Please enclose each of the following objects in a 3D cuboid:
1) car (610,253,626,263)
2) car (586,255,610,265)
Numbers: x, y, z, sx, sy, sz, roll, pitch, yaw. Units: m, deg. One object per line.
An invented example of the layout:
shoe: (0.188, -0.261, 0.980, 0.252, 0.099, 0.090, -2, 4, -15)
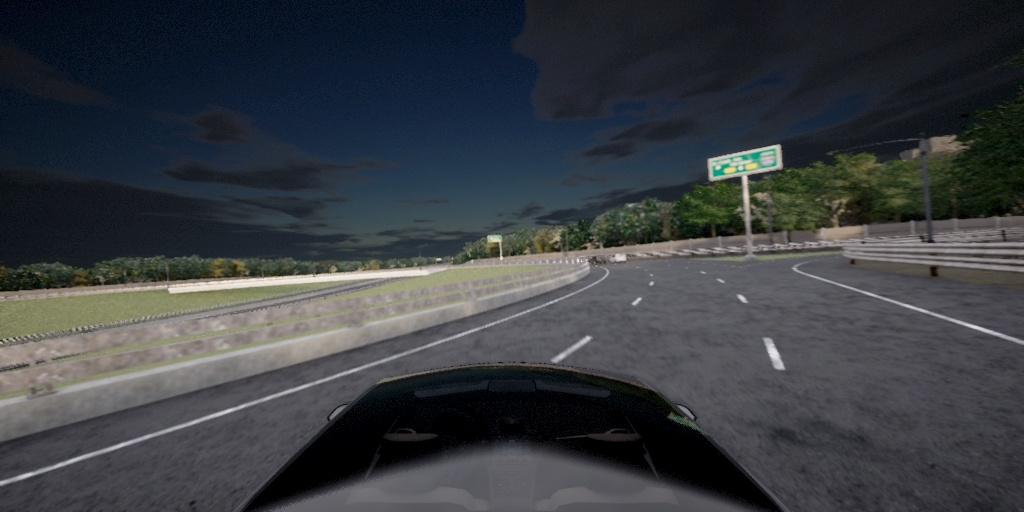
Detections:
car: (18.116, 0.485, 61.610, 1.812, 1.442, 4.674, -4, 0, -2)
car: (14.636, 0.709, 61.163, 1.837, 1.490, 4.892, -4, 0, -2)
